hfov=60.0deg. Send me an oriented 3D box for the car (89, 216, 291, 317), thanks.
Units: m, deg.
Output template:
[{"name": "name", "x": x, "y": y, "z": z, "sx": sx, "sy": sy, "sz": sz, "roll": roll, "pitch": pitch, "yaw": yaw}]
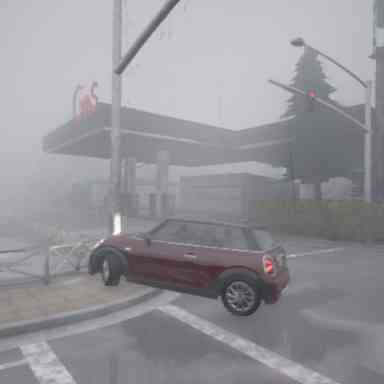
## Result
[{"name": "car", "x": -0.114, "y": 1.334, "z": 7.679, "sx": 4.553, "sy": 1.767, "sz": 2.097, "roll": 4, "pitch": -1, "yaw": 25}]
